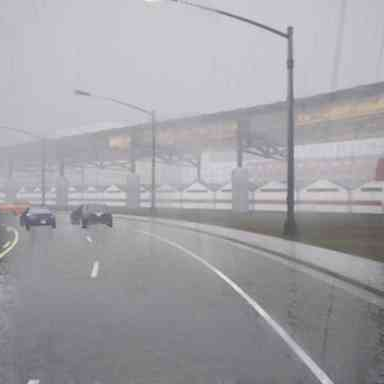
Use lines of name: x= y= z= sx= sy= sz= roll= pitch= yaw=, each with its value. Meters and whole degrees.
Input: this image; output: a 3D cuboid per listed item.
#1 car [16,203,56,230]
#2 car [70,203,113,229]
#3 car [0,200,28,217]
car: x=-10.803 y=1.764 z=23.196 sx=1.812 sy=1.442 sz=4.674 roll=1 pitch=-1 yaw=-34
car: x=-7.430 y=1.600 z=24.246 sx=2.097 sy=1.767 sz=4.553 roll=0 pitch=-1 yaw=-32
car: x=-19.429 y=1.725 z=36.573 sx=4.553 sy=1.767 sz=2.097 roll=-1 pitch=-1 yaw=38
